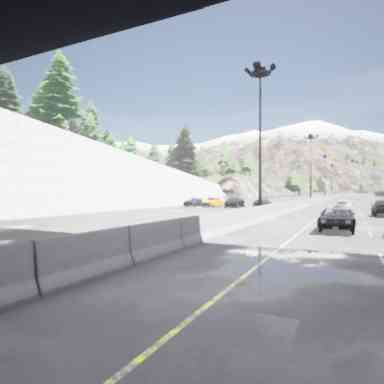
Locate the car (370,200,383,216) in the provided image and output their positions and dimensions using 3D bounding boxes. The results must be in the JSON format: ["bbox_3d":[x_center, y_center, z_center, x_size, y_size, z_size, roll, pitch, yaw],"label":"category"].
[{"bbox_3d":[18.187,1.504,31.610,1.837,1.490,4.892,0,0,26],"label":"car"}]

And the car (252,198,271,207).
[{"bbox_3d":[9.905,1.557,47.007,1.994,1.385,4.181,0,0,26],"label":"car"}]

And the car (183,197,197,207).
[{"bbox_3d":[0.476,1.534,51.621,2.033,1.411,5.357,0,0,26],"label":"car"}]

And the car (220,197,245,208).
[{"bbox_3d":[6.089,1.467,47.167,1.882,1.535,5.008,0,0,26],"label":"car"}]

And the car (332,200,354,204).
[{"bbox_3d":[15.315,1.523,33.742,1.812,1.442,4.674,0,0,26],"label":"car"}]

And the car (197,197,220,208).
[{"bbox_3d":[3.037,1.466,48.891,1.882,1.535,5.008,0,0,26],"label":"car"}]

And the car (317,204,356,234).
[{"bbox_3d":[8.528,1.599,19.504,1.895,1.301,4.718,0,0,26],"label":"car"}]
